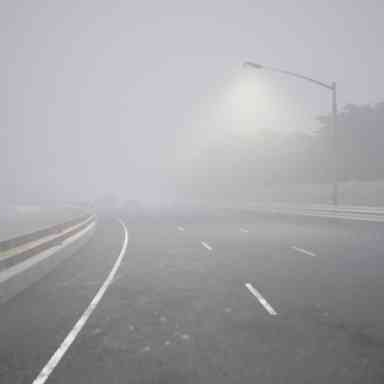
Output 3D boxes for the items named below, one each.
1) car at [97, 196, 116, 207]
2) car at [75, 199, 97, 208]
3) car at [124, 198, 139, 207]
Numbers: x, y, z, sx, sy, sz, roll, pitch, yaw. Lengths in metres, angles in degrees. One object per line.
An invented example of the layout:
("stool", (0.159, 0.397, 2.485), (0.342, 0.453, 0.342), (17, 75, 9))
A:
("car", (-15.526, 1.683, 59.527), (2.150, 2.045, 5.566), (0, 0, -35))
("car", (-19.008, 1.947, 58.356), (1.882, 1.535, 5.008), (0, 0, -38))
("car", (-11.101, 1.929, 61.081), (1.882, 1.535, 5.008), (0, 0, -24))
